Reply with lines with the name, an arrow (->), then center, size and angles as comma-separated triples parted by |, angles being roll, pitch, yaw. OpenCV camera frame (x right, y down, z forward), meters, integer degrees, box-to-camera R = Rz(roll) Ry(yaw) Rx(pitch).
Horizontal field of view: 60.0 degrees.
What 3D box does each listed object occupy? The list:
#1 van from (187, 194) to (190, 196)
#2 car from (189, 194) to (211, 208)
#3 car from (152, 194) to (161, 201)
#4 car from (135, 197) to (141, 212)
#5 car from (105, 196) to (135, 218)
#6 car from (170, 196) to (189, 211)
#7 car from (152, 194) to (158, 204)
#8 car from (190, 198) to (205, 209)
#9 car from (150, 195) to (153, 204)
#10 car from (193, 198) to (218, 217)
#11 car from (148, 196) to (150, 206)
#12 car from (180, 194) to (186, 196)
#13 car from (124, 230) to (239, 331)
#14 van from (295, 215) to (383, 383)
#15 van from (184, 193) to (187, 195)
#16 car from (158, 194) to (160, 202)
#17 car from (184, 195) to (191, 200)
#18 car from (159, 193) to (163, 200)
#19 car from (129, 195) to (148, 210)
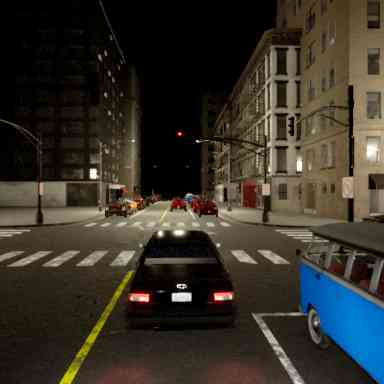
van -> 0.453, 1.337, 52.176 | 1.690, 1.788, 3.998 | 0, 0, -2
car -> 1.150, 1.313, 35.961 | 2.192, 1.841, 5.009 | 0, 0, -2
car -> -8.958, 1.423, 84.258 | 1.967, 1.590, 4.097 | 0, 0, -2
car -> -6.861, 1.524, 35.447 | 1.752, 1.417, 4.829 | 0, 0, -2
car -> -6.636, 1.439, 30.213 | 1.967, 1.590, 4.097 | 0, 0, -2
car -> -1.600, 1.524, 39.841 | 1.812, 1.442, 4.674 | 0, 0, -2
car -> -8.029, 1.542, 62.640 | 2.008, 1.369, 4.403 | 0, 0, -2
car -> 0.685, 1.542, 46.771 | 1.887, 1.381, 4.507 | 0, 0, -2
car -> -7.565, 1.561, 51.831 | 1.947, 1.339, 4.313 | 0, 0, -2
car -> 1.382, 1.543, 30.557 | 1.887, 1.381, 4.507 | 0, 0, -2
car -> -7.325, 1.522, 46.256 | 1.752, 1.417, 4.829 | 0, 0, -2
car -> -2.609, 1.539, 62.491 | 2.033, 1.411, 5.357 | 0, 0, -2
car -> -0.257, 1.547, 7.258 | 2.033, 1.411, 5.357 | 0, 0, -2
van -> 2.536, 1.341, 3.702 | 1.690, 1.788, 3.998 | 0, 0, -2
van -> -0.475, 1.328, 73.793 | 1.690, 1.788, 3.998 | 0, 0, -2
car -> -8.261, 1.555, 68.044 | 1.947, 1.339, 4.313 | 0, 0, -2
car -> -1.172, 1.526, 90.006 | 1.887, 1.381, 4.507 | 0, 0, -2
car -> -8.725, 1.300, 78.853 | 2.192, 1.841, 5.009 | 0, 0, -2
car -> -7.100, 1.313, 41.022 | 2.192, 1.841, 5.009 | 0, 0, -2
